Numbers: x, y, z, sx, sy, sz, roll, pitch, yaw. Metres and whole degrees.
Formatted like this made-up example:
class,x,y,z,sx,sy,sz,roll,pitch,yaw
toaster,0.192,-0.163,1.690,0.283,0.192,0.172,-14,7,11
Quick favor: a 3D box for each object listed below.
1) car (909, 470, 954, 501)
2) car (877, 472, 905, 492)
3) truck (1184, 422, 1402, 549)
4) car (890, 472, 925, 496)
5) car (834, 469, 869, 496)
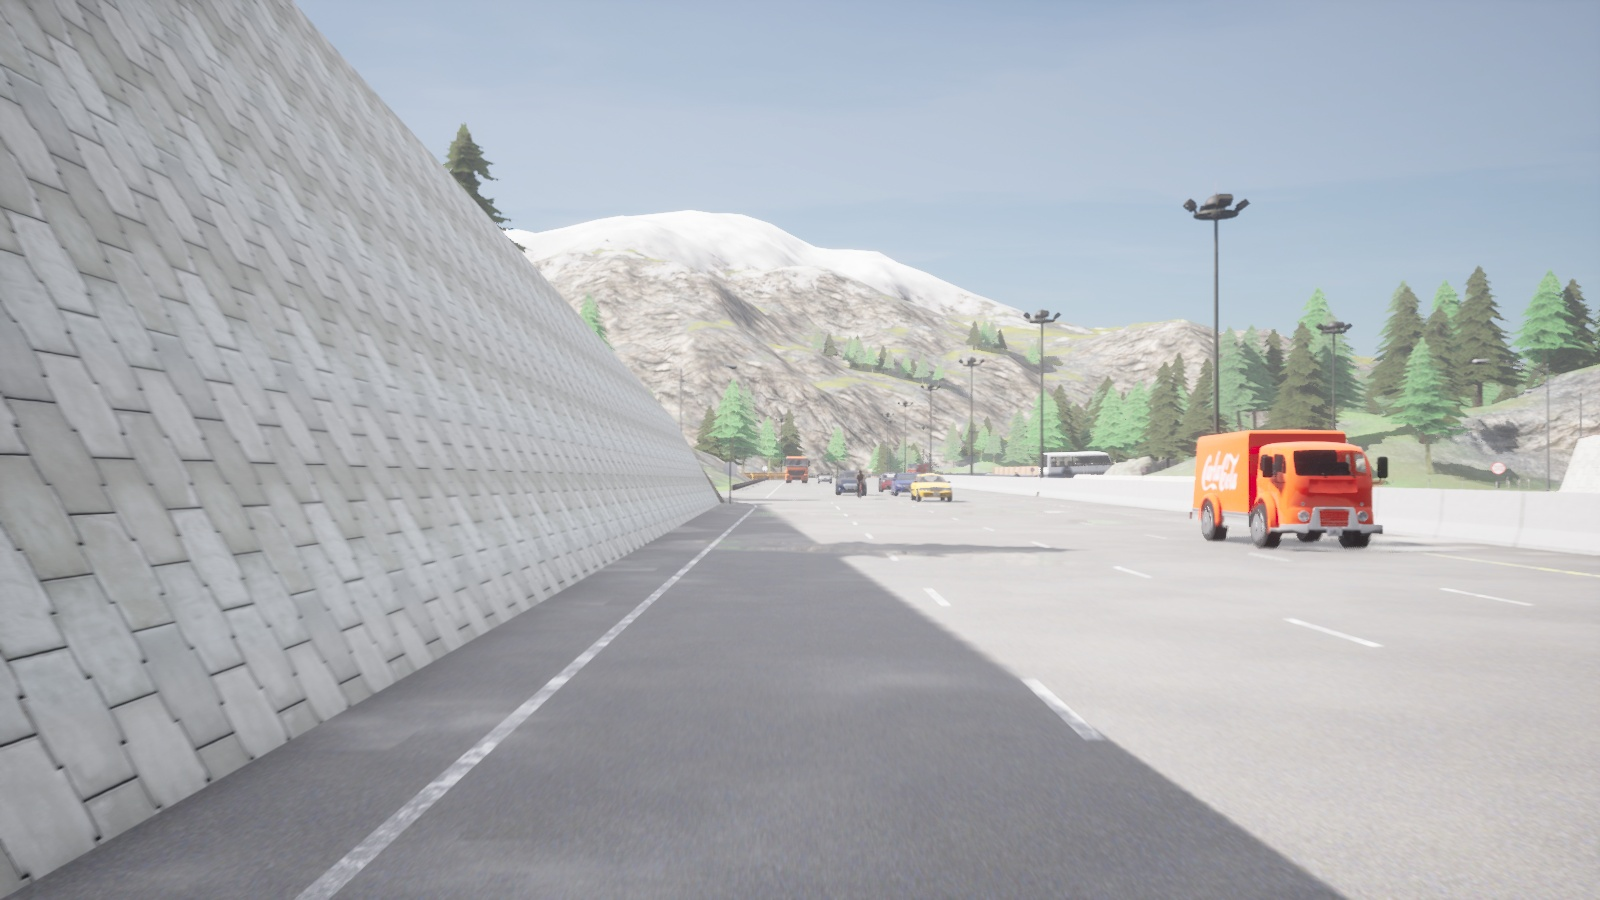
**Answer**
class,x,y,z,sx,sy,sz,roll,pitch,yaw
car,6.840,1.826,65.858,1.801,1.575,5.366,0,-1,0
car,6.773,2.367,93.810,1.845,1.501,3.633,0,-1,0
truck,10.432,0.743,27.153,2.627,2.467,5.204,0,-1,0
car,6.807,2.145,79.760,1.812,1.442,4.674,0,-1,0
car,3.302,2.093,81.595,2.033,1.649,4.856,0,-1,0
